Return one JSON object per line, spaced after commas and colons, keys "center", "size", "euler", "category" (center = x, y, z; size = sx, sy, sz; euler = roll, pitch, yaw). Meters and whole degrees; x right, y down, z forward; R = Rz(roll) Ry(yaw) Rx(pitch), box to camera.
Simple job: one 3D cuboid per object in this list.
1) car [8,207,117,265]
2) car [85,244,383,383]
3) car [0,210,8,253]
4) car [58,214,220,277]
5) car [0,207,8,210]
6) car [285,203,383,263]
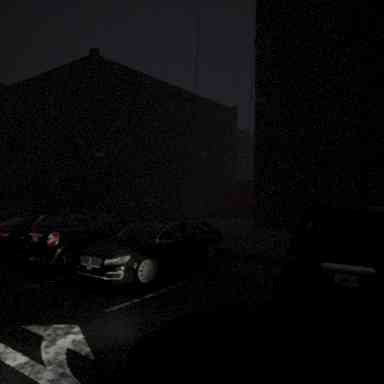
{"center": [-3.234, 1.354, 11.219], "size": [2.185, 1.767, 4.553], "euler": [0, 0, 35], "category": "car"}
{"center": [1.690, 1.478, 2.171], "size": [5.008, 1.535, 1.882], "euler": [0, 0, 35], "category": "car"}
{"center": [-5.463, 1.514, 12.843], "size": [2.002, 1.452, 4.674], "euler": [0, 0, 35], "category": "car"}
{"center": [-0.963, 1.483, 9.646], "size": [2.231, 1.521, 4.892], "euler": [0, 0, 35], "category": "car"}
{"center": [-7.703, 1.468, 14.449], "size": [2.097, 1.535, 5.008], "euler": [0, 0, 35], "category": "car"}
{"center": [3.539, 1.229, 6.464], "size": [2.435, 2.045, 5.566], "euler": [0, 0, 35], "category": "car"}
